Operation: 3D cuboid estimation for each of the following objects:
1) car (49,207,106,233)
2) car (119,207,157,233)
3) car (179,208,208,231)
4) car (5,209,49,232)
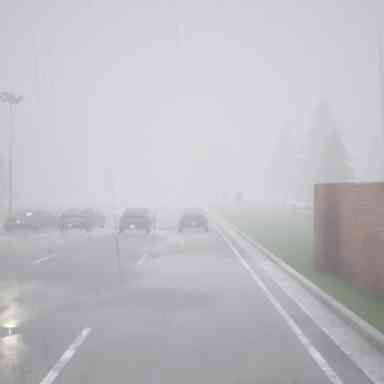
[{"bbox_3d":[-6.899,1.719,21.275,2.128,1.511,4.902,0,-1,0],"label":"car"},{"bbox_3d":[-3.400,1.733,21.361,1.837,1.490,4.892,0,-1,0],"label":"car"},{"bbox_3d":[0.087,1.764,22.314,1.812,1.442,4.674,0,-1,0],"label":"car"},{"bbox_3d":[-10.400,1.798,21.947,1.994,1.385,4.181,0,-1,0],"label":"car"}]
